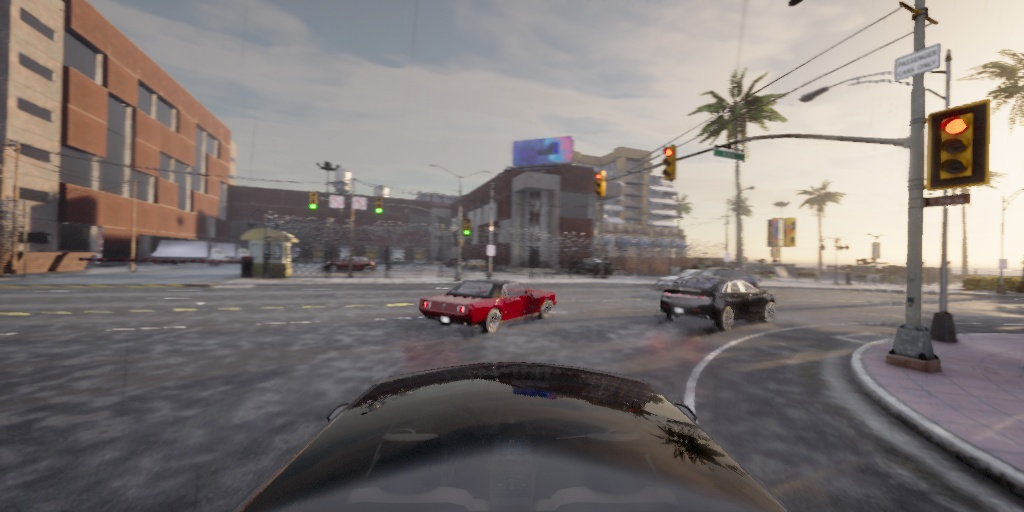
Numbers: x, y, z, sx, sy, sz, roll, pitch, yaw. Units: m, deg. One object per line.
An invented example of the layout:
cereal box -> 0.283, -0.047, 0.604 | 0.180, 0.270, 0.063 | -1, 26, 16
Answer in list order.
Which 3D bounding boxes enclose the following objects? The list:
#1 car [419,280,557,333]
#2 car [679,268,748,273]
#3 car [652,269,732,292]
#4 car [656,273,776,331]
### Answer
car -> -0.432, 1.373, 10.975 | 1.895, 1.301, 4.718 | 1, 0, 35
car -> 11.983, 1.481, 21.250 | 4.553, 1.767, 2.097 | 2, 0, -6
car -> 12.405, 1.679, 24.831 | 4.674, 1.442, 1.812 | 1, 0, -6
car -> 6.975, 1.458, 11.979 | 4.902, 1.511, 2.128 | 2, -1, -34
